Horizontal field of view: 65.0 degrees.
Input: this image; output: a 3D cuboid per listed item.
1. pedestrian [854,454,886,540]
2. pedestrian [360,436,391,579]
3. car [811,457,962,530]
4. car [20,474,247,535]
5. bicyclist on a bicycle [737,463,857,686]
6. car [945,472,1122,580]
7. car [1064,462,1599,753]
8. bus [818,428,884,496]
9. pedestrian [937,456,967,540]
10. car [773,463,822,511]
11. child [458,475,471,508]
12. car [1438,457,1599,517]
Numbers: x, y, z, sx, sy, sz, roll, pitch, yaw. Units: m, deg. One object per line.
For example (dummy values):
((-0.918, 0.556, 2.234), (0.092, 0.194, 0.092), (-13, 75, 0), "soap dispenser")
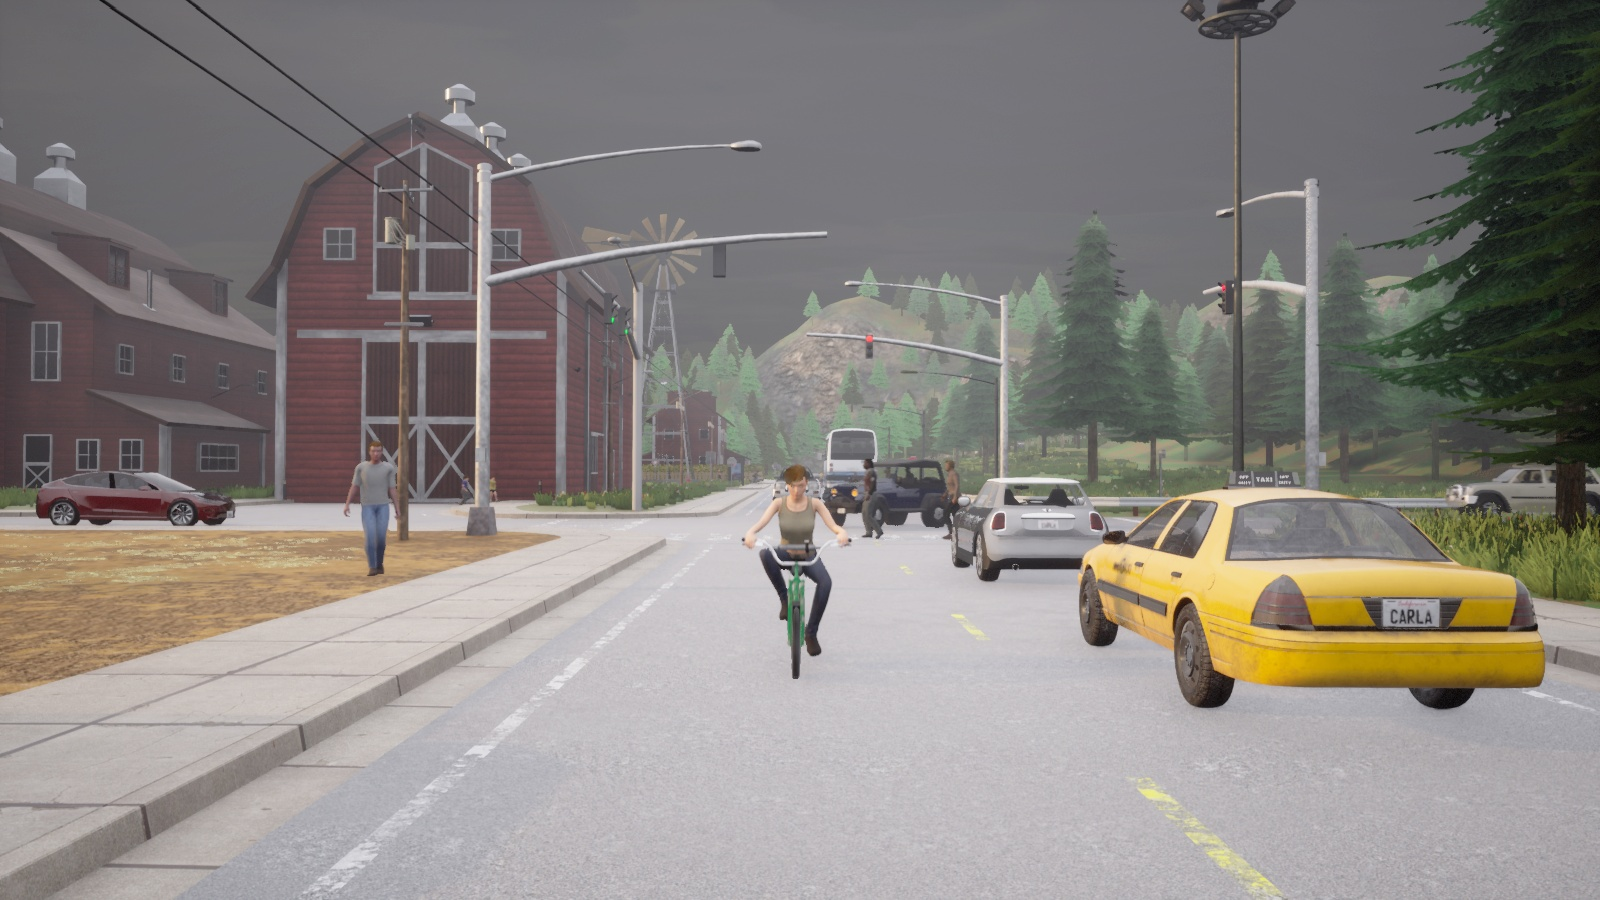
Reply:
((1.593, 1.068, 28.554), (0.666, 1.930, 0.402), (0, -1, -8), "pedestrian")
((-5.591, 0.747, 16.533), (0.354, 1.836, 0.706), (0, -1, -21), "pedestrian")
((2.385, 1.162, 34.267), (3.866, 1.878, 1.905), (1, -2, -41), "car")
((-17.391, 1.406, 32.964), (4.792, 1.488, 2.163), (0, -1, -1), "car")
((-0.019, 0.917, 9.896), (0.866, 1.612, 1.509), (0, -1, 0), "bicyclist on a bicycle")
((3.454, 1.089, 19.289), (1.970, 1.475, 3.806), (0, -1, 0), "car")
((3.477, 0.899, 9.517), (1.801, 1.575, 5.366), (0, -1, 0), "car")
((3.296, 0.831, 83.938), (3.944, 4.253, 10.273), (0, -1, 0), "bus")
((3.375, 1.063, 27.897), (0.634, 1.846, 0.331), (0, -1, 1), "pedestrian")
((-0.124, 1.498, 51.718), (1.932, 1.855, 4.605), (0, -1, 0), "car")
((-12.915, 1.602, 48.333), (0.437, 1.263, 0.270), (0, -1, -4), "child")
((23.440, 1.191, 40.595), (4.605, 1.855, 1.932), (0, -1, 9), "car")
